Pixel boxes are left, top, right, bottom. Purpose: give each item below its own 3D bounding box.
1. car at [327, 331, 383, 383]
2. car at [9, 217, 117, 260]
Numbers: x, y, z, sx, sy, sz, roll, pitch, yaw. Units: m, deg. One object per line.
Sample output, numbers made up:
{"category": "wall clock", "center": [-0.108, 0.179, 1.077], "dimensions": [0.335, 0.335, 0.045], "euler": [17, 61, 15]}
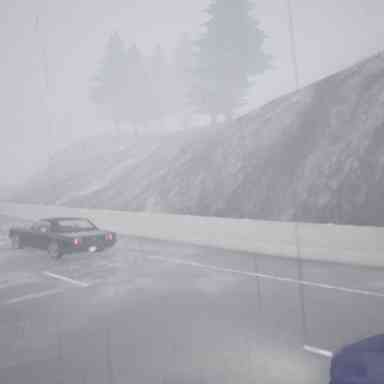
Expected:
{"category": "car", "center": [3.206, 1.542, 1.774], "dimensions": [4.674, 1.442, 1.812], "euler": [0, 0, 35]}
{"category": "car", "center": [-5.000, 1.592, 12.444], "dimensions": [4.718, 1.301, 1.895], "euler": [0, 0, 40]}
